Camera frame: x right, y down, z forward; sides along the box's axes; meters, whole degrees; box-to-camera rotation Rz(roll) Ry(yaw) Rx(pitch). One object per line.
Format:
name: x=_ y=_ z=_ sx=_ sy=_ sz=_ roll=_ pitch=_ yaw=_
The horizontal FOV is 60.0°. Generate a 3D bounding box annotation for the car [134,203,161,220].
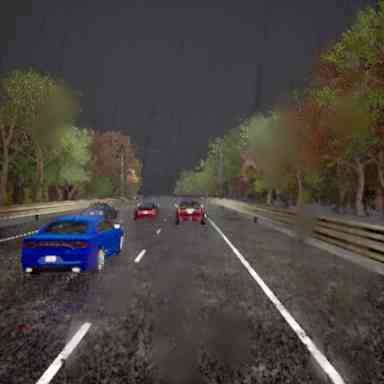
car: x=-3.746 y=1.612 z=28.615 sx=1.994 sy=1.385 sz=4.181 roll=0 pitch=0 yaw=-1

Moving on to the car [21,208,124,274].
car: x=-3.470 y=1.485 z=10.591 sx=1.882 sy=1.535 sz=5.008 roll=0 pitch=0 yaw=-1

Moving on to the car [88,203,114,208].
car: x=-7.190 y=1.592 z=26.366 sx=2.033 sy=1.411 sz=5.357 roll=0 pitch=0 yaw=-1

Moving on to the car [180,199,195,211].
car: x=-0.610 y=1.611 z=43.157 sx=1.812 sy=1.442 sz=4.674 roll=0 pitch=0 yaw=-2

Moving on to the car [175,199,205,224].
car: x=-0.175 y=1.387 z=25.002 sx=2.097 sy=1.767 sz=4.553 roll=0 pitch=0 yaw=-1
